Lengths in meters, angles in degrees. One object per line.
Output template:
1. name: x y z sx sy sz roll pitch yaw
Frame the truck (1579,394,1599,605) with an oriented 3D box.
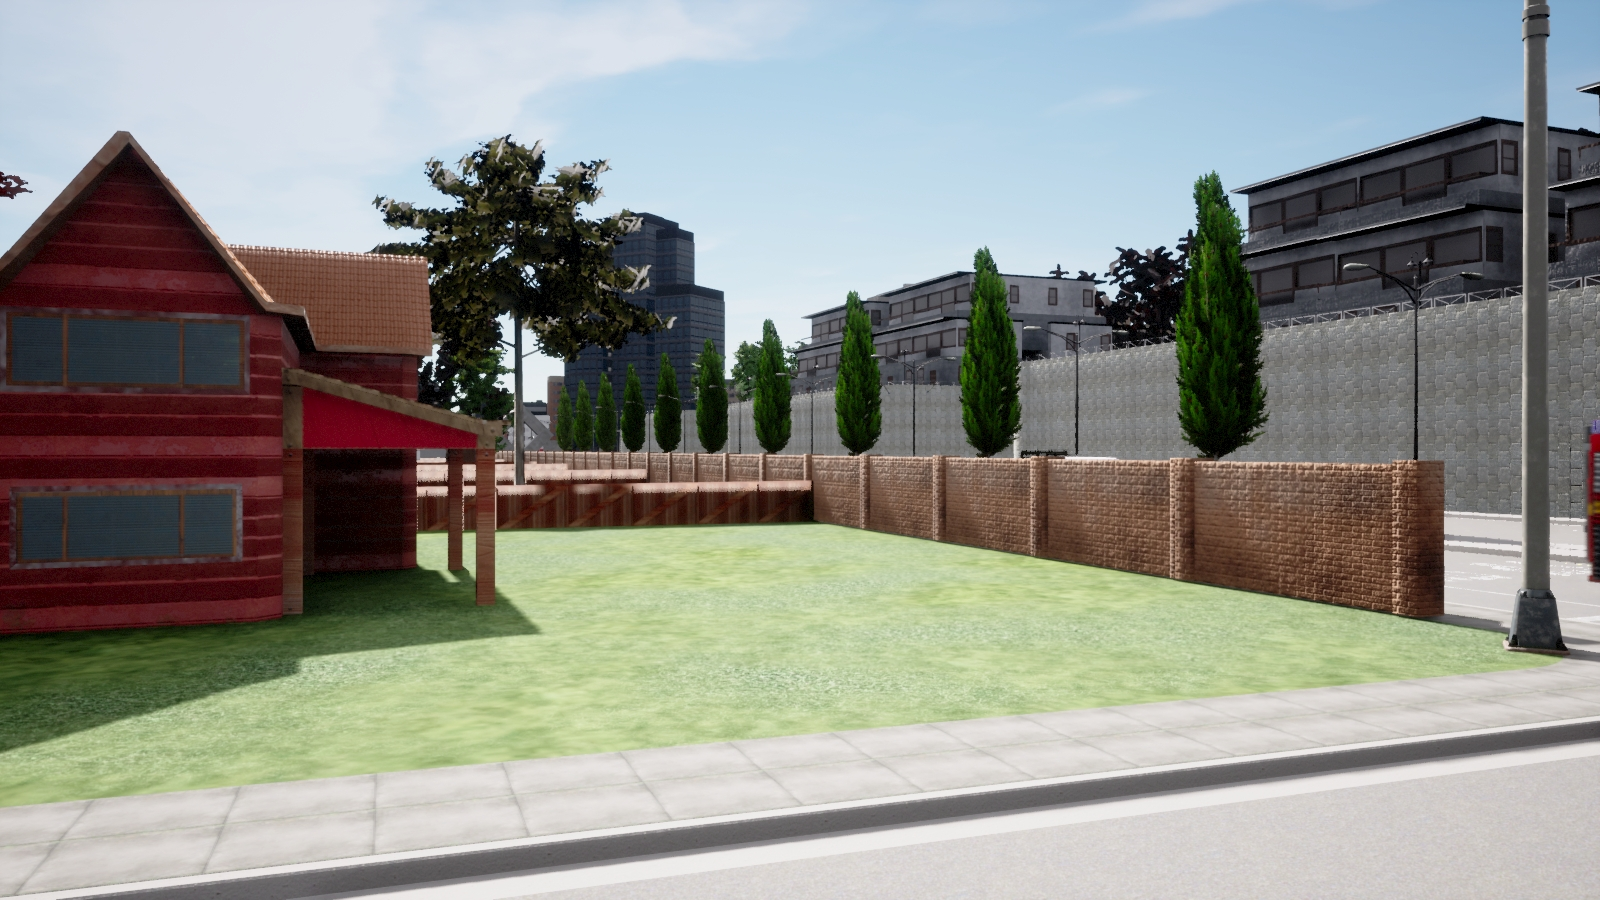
1. truck: 17.173 0.890 17.596 2.891 3.827 8.468 0 0 -20
